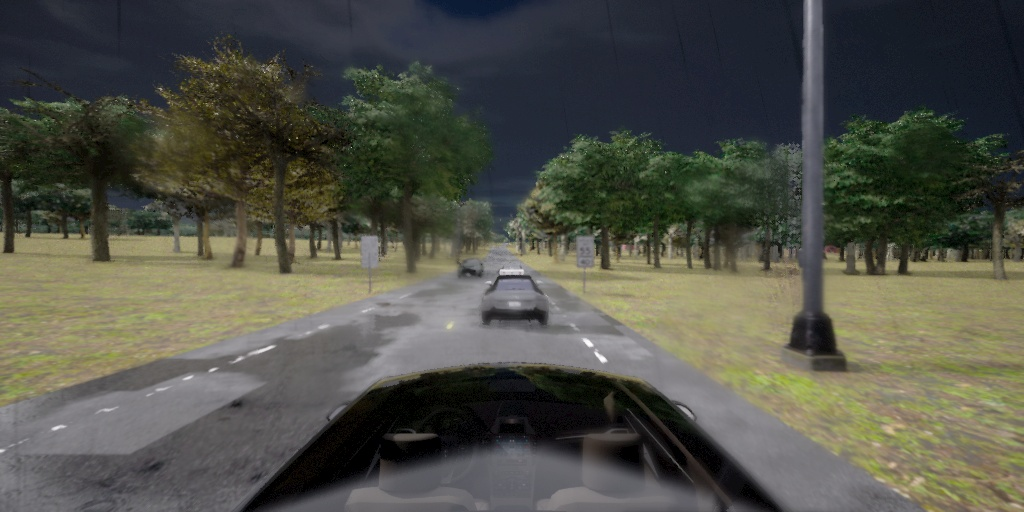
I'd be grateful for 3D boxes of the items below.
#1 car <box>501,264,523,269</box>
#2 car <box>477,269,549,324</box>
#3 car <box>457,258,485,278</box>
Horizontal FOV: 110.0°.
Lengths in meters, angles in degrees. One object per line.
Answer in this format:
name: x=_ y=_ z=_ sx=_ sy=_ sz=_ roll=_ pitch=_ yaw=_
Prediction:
car: x=-0.010 y=1.280 z=29.205 sx=1.895 sy=1.301 sz=4.718 roll=0 pitch=0 yaw=0
car: x=0.081 y=1.300 z=11.876 sx=1.994 sy=1.385 sz=4.181 roll=0 pitch=0 yaw=0
car: x=-3.632 y=1.015 z=32.279 sx=2.097 sy=1.767 sz=4.553 roll=0 pitch=0 yaw=0
